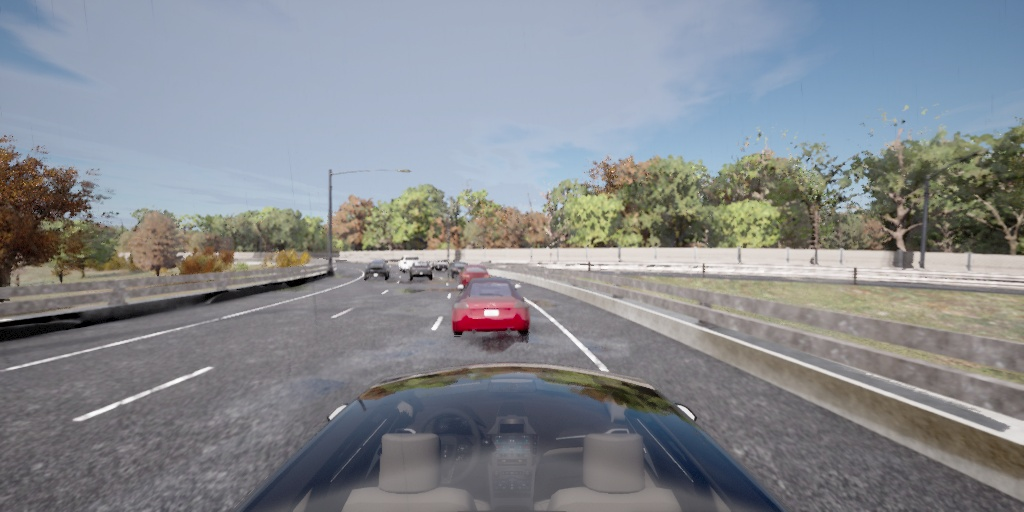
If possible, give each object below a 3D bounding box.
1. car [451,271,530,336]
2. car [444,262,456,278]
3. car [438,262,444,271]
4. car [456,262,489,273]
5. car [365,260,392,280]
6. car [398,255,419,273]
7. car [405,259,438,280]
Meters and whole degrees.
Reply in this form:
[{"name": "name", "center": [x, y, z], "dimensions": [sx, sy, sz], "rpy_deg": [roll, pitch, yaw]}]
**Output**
[{"name": "car", "center": [-0.647, 1.307, 10.430], "dimensions": [1.994, 1.385, 4.181], "rpy_deg": [0, 0, -5]}, {"name": "car", "center": [-4.861, 1.256, 32.914], "dimensions": [1.812, 1.442, 4.674], "rpy_deg": [0, 0, -16]}, {"name": "car", "center": [-8.881, 1.327, 44.146], "dimensions": [1.895, 1.301, 4.718], "rpy_deg": [0, 0, -22]}, {"name": "car", "center": [-2.367, 1.262, 22.466], "dimensions": [1.812, 1.442, 4.674], "rpy_deg": [0, 0, -10]}, {"name": "car", "center": [-11.527, 1.246, 30.895], "dimensions": [1.837, 1.490, 4.892], "rpy_deg": [0, 0, -16]}, {"name": "car", "center": [-12.608, 0.949, 44.075], "dimensions": [2.150, 2.045, 5.566], "rpy_deg": [0, 0, -23]}, {"name": "car", "center": [-7.900, 1.223, 30.966], "dimensions": [2.128, 1.511, 4.902], "rpy_deg": [0, 0, -16]}]
